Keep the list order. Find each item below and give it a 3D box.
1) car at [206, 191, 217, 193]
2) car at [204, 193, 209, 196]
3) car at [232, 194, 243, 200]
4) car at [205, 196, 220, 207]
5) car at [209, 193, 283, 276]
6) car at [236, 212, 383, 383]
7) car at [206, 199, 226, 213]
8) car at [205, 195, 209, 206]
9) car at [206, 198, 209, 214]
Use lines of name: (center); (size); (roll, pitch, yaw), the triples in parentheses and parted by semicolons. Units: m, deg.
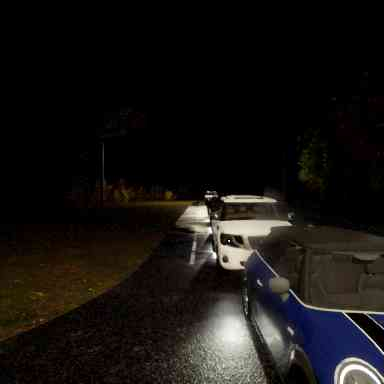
car: (3.166, 0.938, 54.378); (2.150, 2.045, 5.566); (0, 0, 3)
car: (2.709, 1.275, 41.539); (2.128, 1.511, 4.902); (0, 0, 2)
car: (10.835, 1.120, 79.367); (2.033, 1.411, 5.357); (0, 0, 2)
car: (2.937, 1.314, 47.946); (1.994, 1.385, 4.181); (0, 0, 3)
car: (1.772, 1.160, 10.449); (2.150, 2.045, 5.566); (0, 0, 1)
car: (1.943, 1.338, 4.101); (2.097, 1.767, 4.553); (0, 0, 0)
car: (2.511, 1.415, 35.374); (1.895, 1.301, 4.718); (0, 0, 2)
car: (2.326, 1.322, 29.287); (1.882, 1.535, 5.008); (0, 0, 2)
car: (2.139, 1.380, 23.034); (1.837, 1.490, 4.892); (0, 0, 2)
